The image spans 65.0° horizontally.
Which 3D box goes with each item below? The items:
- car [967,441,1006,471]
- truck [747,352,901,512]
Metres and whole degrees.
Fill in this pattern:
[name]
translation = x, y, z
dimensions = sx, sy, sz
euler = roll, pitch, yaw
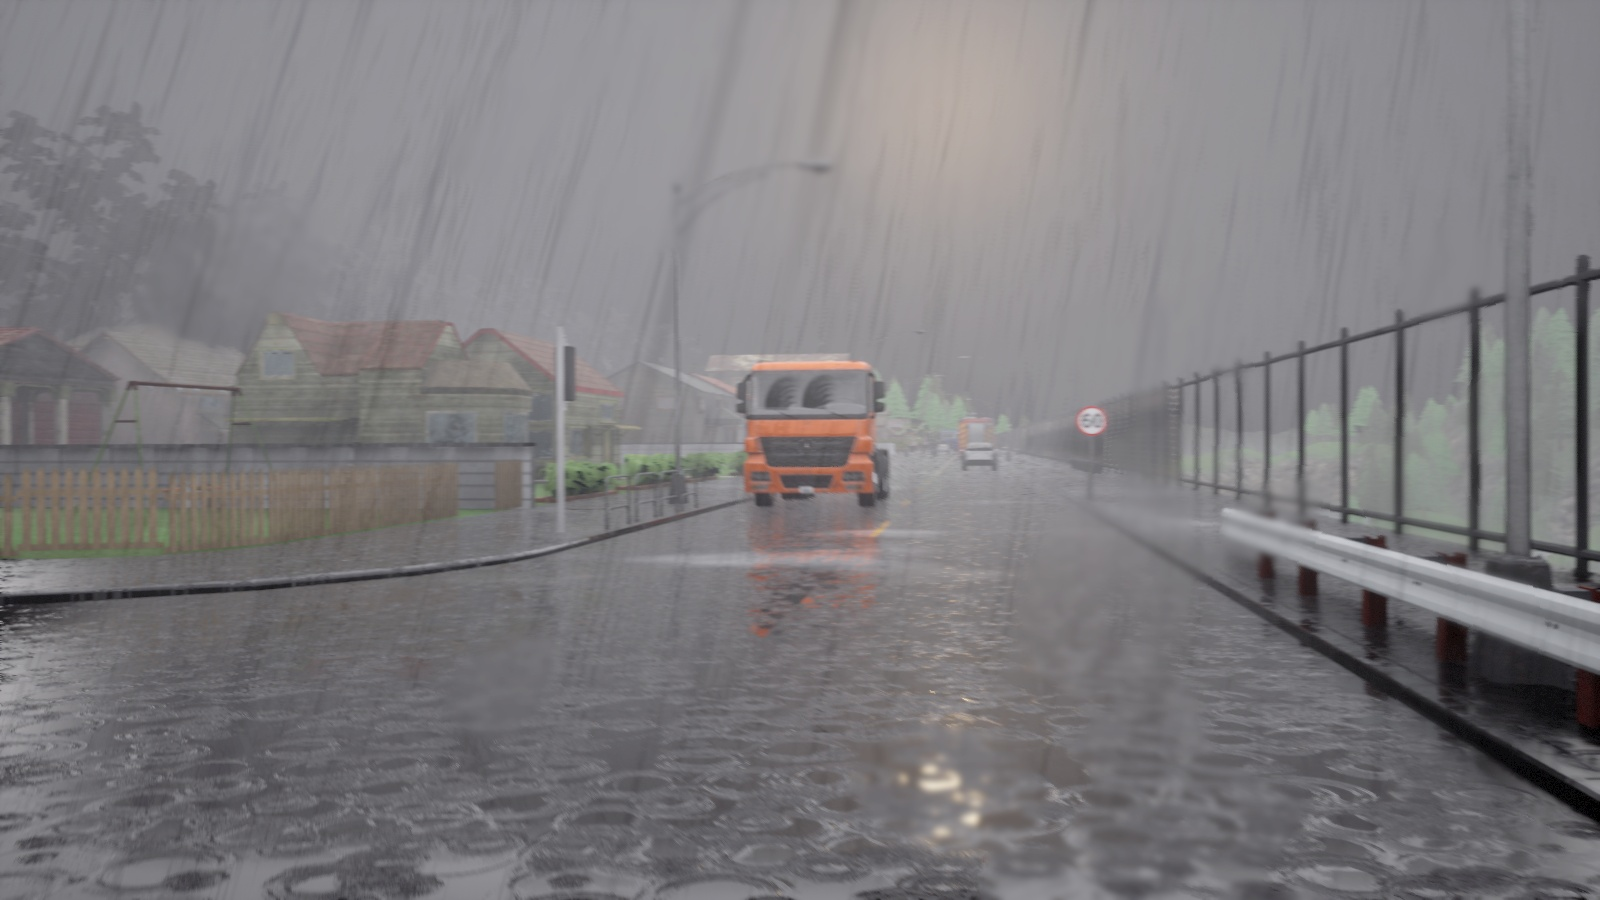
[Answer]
[car]
translation = 9.872, 0.289, 66.638
dimensions = 2.007, 1.525, 4.514
euler = 0, 0, 8
[truck]
translation = 0.828, -0.416, 31.270
dimensions = 2.891, 3.462, 7.936
euler = 0, 0, 8
